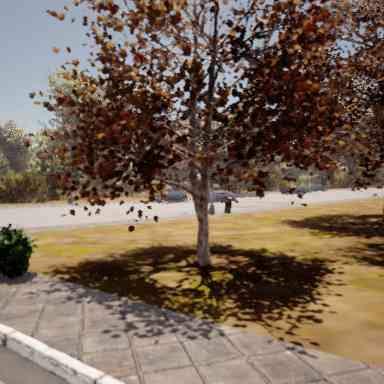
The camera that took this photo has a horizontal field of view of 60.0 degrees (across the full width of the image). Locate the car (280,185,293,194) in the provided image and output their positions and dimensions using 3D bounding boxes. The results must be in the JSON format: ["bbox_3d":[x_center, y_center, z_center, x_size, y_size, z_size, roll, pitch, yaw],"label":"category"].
[{"bbox_3d":[15.211,-0.364,49.544,4.181,1.385,1.994,-3,3,-25],"label":"car"}]

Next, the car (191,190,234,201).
[{"bbox_3d":[2.499,0.485,38.531,5.357,1.411,2.033,-3,3,-33],"label":"car"}]

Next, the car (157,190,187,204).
[{"bbox_3d":[-2.774,0.544,39.136,4.674,1.442,1.812,-3,3,-34],"label":"car"}]

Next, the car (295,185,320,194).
[{"bbox_3d":[16.786,-0.591,46.410,4.181,1.385,1.994,-3,3,-25],"label":"car"}]
